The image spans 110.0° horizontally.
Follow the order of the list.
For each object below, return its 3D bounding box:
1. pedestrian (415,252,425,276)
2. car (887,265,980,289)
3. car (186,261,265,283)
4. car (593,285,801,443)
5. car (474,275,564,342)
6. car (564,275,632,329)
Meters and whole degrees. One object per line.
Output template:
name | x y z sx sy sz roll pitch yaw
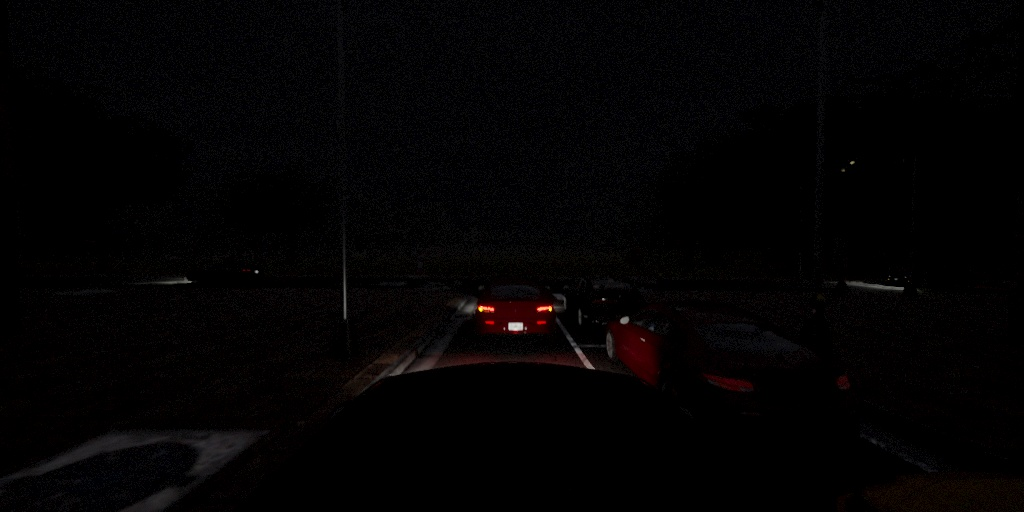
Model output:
pedestrian | -6.929 0.567 26.950 0.375 1.860 0.375 0 1 0
car | 28.289 1.345 24.144 4.892 1.490 1.837 1 2 0
car | -19.124 1.027 24.038 4.181 1.385 1.994 0 2 0
car | 2.630 1.304 5.266 1.802 1.307 4.207 0 0 0
car | 0.064 1.216 9.419 1.812 1.442 4.674 0 0 0
car | 2.620 1.230 10.798 2.007 1.370 4.403 0 0 0
